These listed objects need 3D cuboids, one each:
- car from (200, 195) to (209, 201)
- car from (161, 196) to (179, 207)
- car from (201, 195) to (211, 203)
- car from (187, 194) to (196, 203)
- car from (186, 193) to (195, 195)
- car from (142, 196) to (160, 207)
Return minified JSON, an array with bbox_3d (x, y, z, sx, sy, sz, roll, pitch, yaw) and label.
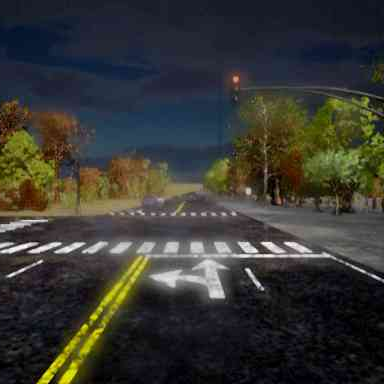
[{"bbox_3d":[3.071,1.510,81.732,2.033,1.411,5.357,0,0,0],"label":"car"},{"bbox_3d":[-3.459,1.639,53.177,1.895,1.301,4.718,0,0,0],"label":"car"},{"bbox_3d":[3.116,1.550,71.576,2.128,1.511,4.902,0,0,0],"label":"car"},{"bbox_3d":[-0.126,1.653,70.818,1.895,1.301,4.718,0,0,0],"label":"car"},{"bbox_3d":[-0.177,1.163,80.921,2.150,2.045,5.566,0,0,0],"label":"car"},{"bbox_3d":[-6.707,1.390,52.879,2.097,1.767,4.553,0,0,0],"label":"car"}]
